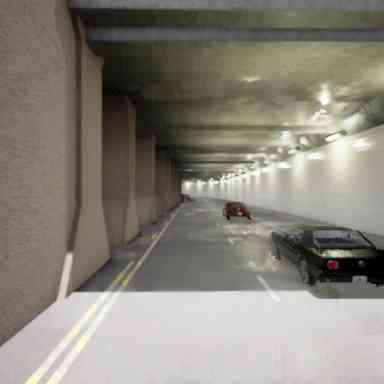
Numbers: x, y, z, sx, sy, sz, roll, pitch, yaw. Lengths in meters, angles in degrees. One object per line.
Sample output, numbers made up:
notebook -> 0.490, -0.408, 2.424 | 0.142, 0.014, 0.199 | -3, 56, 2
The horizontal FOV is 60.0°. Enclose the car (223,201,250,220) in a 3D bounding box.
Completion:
car -> 3.586, 1.464, 27.136 | 1.812, 1.442, 4.674 | 0, 0, 0

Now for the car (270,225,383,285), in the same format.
car -> 3.600, 1.580, 9.343 | 1.895, 1.301, 4.718 | 0, 0, 0

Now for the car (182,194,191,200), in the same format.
car -> -1.328, 1.323, 88.711 | 1.812, 1.442, 4.674 | 0, 0, -3
